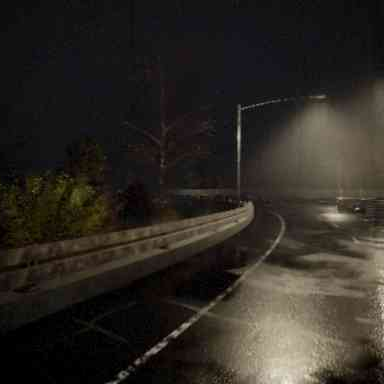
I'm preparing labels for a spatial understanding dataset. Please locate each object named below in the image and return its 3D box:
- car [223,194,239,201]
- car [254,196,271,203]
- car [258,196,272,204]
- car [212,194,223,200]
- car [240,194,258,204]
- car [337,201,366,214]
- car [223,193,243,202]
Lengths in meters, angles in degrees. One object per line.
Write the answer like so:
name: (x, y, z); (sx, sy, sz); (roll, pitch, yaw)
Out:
car: (9.872, 1.385, 84.286); (2.128, 1.511, 4.902); (1, 0, -20)
car: (15.916, 1.618, 75.366); (1.837, 1.490, 4.892); (1, 0, -15)
car: (14.113, 1.705, 65.835); (1.895, 1.301, 4.718); (1, 0, -8)
car: (6.538, 1.324, 83.222); (1.837, 1.490, 4.892); (1, 0, -20)
car: (10.712, 1.631, 64.934); (1.994, 1.385, 4.181); (1, 0, -8)
car: (17.825, 1.733, 37.342); (1.994, 1.385, 4.181); (1, 0, 7)
car: (9.157, 1.569, 73.470); (1.812, 1.442, 4.674); (1, 0, -15)
